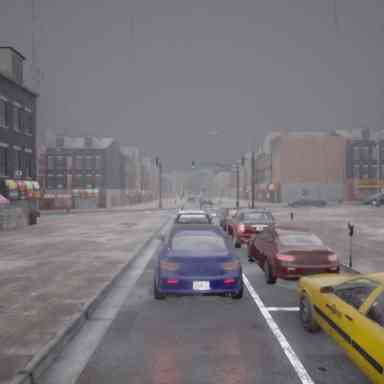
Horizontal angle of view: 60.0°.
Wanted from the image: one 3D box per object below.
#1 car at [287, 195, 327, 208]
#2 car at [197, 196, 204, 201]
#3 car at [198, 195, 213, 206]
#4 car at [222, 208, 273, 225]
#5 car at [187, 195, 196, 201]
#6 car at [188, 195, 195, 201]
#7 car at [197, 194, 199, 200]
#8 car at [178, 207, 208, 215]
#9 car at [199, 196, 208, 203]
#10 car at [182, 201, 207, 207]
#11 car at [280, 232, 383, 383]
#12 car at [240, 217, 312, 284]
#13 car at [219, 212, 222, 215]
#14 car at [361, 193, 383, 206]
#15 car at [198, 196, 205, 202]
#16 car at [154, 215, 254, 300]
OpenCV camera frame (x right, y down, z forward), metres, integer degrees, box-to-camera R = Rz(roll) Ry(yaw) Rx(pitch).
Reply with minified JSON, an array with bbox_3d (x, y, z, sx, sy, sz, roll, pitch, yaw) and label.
[{"bbox_3d":[14.065,1.138,40.724,4.674,1.442,1.812,-1,0,1],"label":"car"},{"bbox_3d":[2.444,1.843,95.522,1.752,1.417,4.829,-1,0,0],"label":"car"},{"bbox_3d":[2.519,1.559,57.536,1.967,1.590,4.097,-1,0,0],"label":"car"},{"bbox_3d":[2.606,1.444,14.726,1.967,1.590,4.097,0,0,0],"label":"car"},{"bbox_3d":[-0.160,1.733,82.587,1.837,1.490,4.892,0,0,0],"label":"car"},{"bbox_3d":[-0.181,1.659,93.007,1.812,1.442,4.674,0,0,0],"label":"car"},{"bbox_3d":[2.507,1.458,62.939,2.192,1.841,5.009,-1,0,0],"label":"car"},{"bbox_3d":[0.056,1.605,15.690,1.895,1.301,4.718,0,0,0],"label":"car"},{"bbox_3d":[2.486,1.635,73.743,1.967,1.590,4.097,-1,0,0],"label":"car"},{"bbox_3d":[-0.027,1.620,26.199,1.895,1.301,4.718,0,0,0],"label":"car"},{"bbox_3d":[2.628,1.525,3.963,1.752,1.417,4.829,0,0,0],"label":"car"},{"bbox_3d":[2.617,1.582,9.260,1.802,1.307,4.206,0,0,0],"label":"car"},{"bbox_3d":[2.596,1.591,20.193,1.802,1.307,4.206,0,0,0],"label":"car"},{"bbox_3d":[23.294,0.878,40.762,4.892,1.490,1.837,-1,0,0],"label":"car"},{"bbox_3d":[2.454,1.810,90.119,1.752,1.417,4.829,-1,0,0],"label":"car"},{"bbox_3d":[0.085,1.526,8.302,1.812,1.442,4.674,0,0,-2],"label":"car"}]
